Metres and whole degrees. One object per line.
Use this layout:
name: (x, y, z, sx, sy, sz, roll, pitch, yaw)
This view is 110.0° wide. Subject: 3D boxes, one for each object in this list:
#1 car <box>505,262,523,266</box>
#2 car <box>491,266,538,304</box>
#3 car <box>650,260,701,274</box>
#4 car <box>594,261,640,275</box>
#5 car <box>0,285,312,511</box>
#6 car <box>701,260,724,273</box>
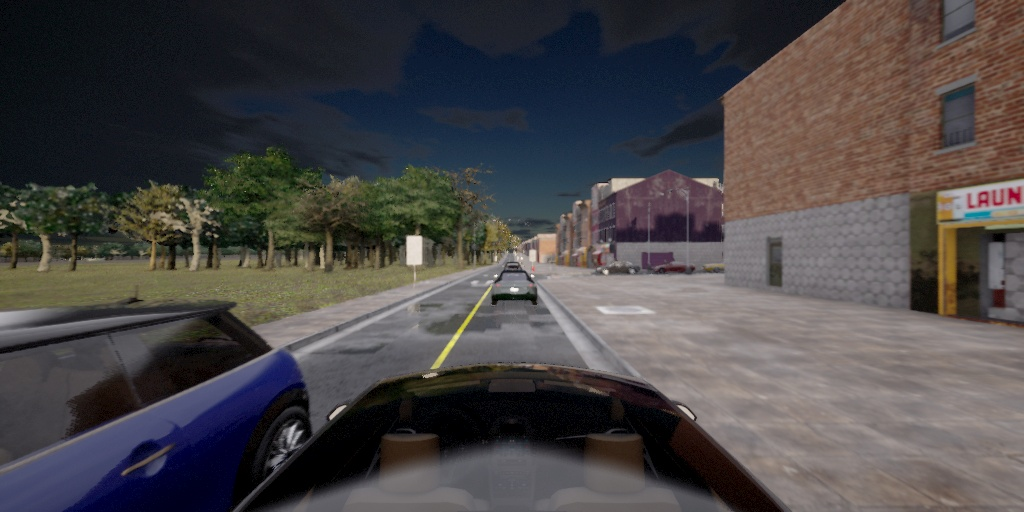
car: (0.077, 1.341, 35.804, 1.837, 1.490, 4.892, -1, 0, 0)
car: (0.100, 1.323, 16.319, 1.994, 1.385, 4.181, 0, 0, 0)
car: (15.980, 1.059, 35.626, 4.207, 1.307, 1.802, 0, 0, 0)
car: (10.449, 1.147, 35.629, 4.403, 1.370, 2.007, 0, 0, 0)
car: (-2.846, 1.102, 1.299, 2.097, 1.767, 4.553, 0, 0, 0)
car: (21.342, 0.883, 35.623, 4.829, 1.417, 1.751, 0, 0, 0)
